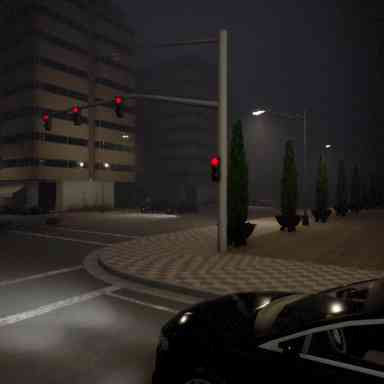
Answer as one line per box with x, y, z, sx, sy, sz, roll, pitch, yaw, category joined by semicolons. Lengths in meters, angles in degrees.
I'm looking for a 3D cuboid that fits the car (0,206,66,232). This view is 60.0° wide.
-10.570;1.652;20.976;1.895;1.301;4.718;0;0;35;car

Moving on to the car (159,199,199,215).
-1.047;1.619;34.455;1.994;1.385;4.181;0;0;35;car

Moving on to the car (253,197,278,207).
12.105;1.533;52.938;1.882;1.535;5.008;0;0;36;car

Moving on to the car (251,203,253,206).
10.220;1.603;56.308;2.033;1.411;5.357;0;0;36;car

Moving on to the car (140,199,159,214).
-3.690;1.560;36.779;1.837;1.490;4.892;0;0;35;car

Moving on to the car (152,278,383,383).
1.834;1.492;2.665;4.902;1.511;2.128;0;0;36;car
